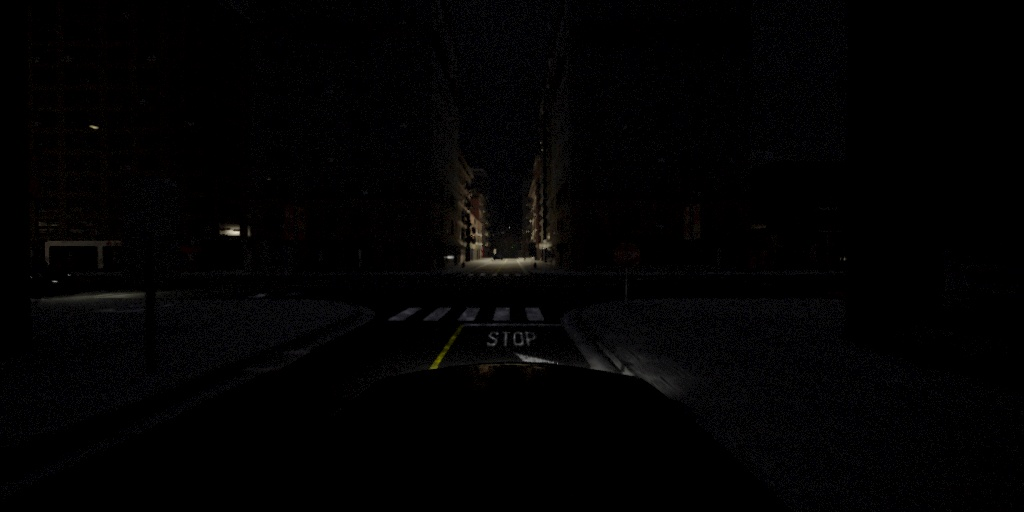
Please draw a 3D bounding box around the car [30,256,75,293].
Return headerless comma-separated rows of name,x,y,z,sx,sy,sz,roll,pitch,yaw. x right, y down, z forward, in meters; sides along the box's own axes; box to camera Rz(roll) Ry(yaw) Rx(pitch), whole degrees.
car,-24.536,0.859,17.070,5.566,2.045,2.150,0,1,0
